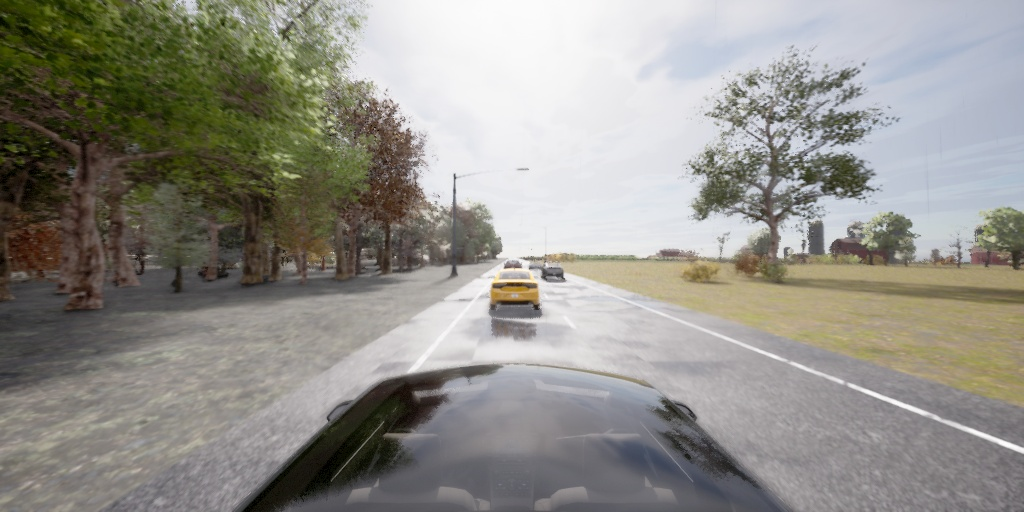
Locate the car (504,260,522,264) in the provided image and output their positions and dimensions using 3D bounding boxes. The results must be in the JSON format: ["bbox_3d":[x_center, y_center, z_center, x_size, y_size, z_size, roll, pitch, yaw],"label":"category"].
[{"bbox_3d":[0.110,1.226,41.098,2.097,1.767,4.553,0,0,0],"label":"car"}]

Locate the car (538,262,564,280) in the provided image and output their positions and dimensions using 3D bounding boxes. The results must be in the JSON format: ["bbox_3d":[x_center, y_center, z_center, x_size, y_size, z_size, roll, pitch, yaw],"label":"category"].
[{"bbox_3d":[3.610,1.344,32.804,2.128,1.511,4.902,0,0,0],"label":"car"}]

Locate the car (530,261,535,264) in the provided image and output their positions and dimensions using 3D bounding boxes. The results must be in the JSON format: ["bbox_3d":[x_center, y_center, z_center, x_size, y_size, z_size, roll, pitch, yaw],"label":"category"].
[{"bbox_3d":[3.612,1.518,56.858,1.895,1.301,4.718,0,0,0],"label":"car"}]

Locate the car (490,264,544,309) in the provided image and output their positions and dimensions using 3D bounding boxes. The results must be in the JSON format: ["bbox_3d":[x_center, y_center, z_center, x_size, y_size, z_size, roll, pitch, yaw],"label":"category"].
[{"bbox_3d":[0.104,1.275,15.328,1.882,1.535,5.008,0,0,0],"label":"car"}]
